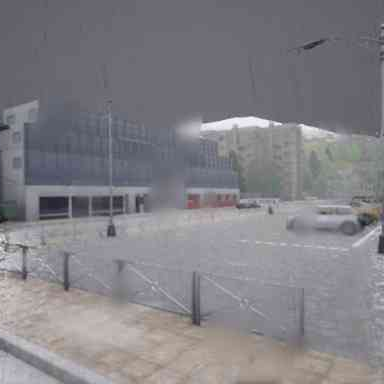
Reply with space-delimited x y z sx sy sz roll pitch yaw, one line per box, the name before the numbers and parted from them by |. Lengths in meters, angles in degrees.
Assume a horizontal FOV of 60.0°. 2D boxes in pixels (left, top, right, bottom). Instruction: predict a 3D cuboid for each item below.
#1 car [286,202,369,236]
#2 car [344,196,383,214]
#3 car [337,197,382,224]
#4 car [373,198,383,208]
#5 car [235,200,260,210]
car | 7.110 1.474 17.918 3.806 1.475 1.970 -1 0 35
car | 19.305 1.347 36.385 4.605 1.855 1.932 -1 0 35
car | 10.558 1.399 23.341 5.027 1.636 2.152 -1 0 35
car | 30.171 1.622 51.462 3.633 1.501 1.845 -1 0 35
car | 8.635 1.973 51.164 2.033 1.411 5.357 -1 0 36
